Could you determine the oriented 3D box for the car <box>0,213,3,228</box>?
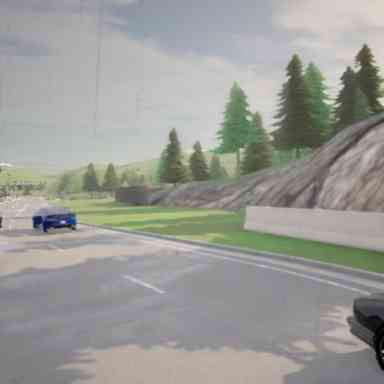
[{"bbox_3d":[-14.858,1.941,24.181,1.895,1.301,4.718,-2,0,-30],"label":"car"}]

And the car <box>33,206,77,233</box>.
[{"bbox_3d":[-8.926,1.655,21.423,1.882,1.535,5.008,-2,0,-35],"label":"car"}]

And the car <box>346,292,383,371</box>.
[{"bbox_3d":[3.490,1.436,2.225,2.033,1.411,5.357,-2,0,-12],"label":"car"}]
